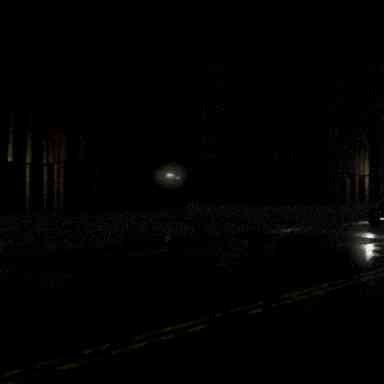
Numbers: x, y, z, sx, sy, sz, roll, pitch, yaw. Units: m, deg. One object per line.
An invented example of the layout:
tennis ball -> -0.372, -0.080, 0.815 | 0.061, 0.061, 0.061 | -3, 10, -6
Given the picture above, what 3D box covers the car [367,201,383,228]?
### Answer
car -> 13.417, 1.225, 21.097 | 5.566, 2.045, 2.150 | 0, 0, -35
